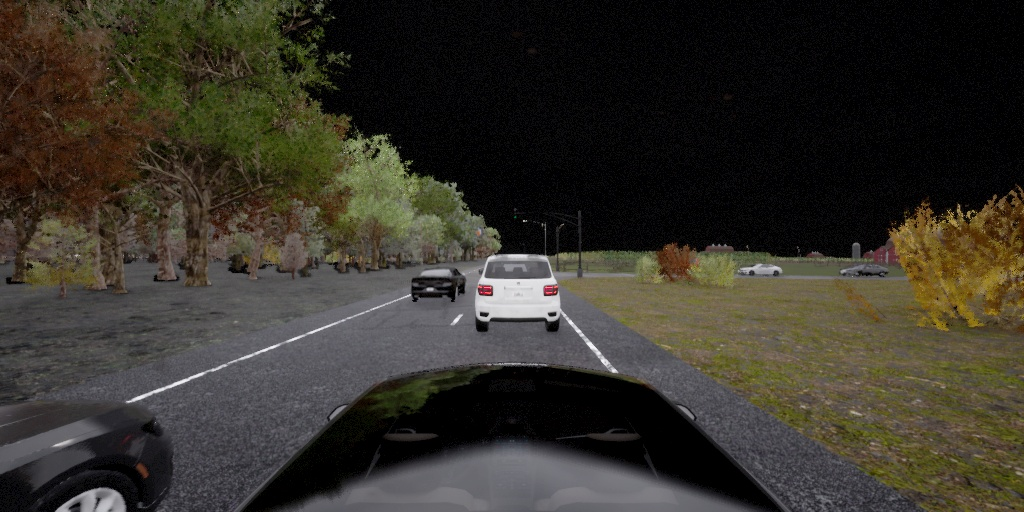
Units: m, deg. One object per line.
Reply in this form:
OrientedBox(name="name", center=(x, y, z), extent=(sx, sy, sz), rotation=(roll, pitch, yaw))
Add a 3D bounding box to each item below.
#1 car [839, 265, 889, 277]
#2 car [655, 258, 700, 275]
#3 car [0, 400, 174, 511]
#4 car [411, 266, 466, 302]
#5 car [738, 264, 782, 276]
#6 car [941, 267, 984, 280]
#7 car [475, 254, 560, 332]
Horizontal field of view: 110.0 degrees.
OrientedBox(name="car", center=(41.817, 1.755, 42.688), extent=(4.902, 1.511, 2.128), rotation=(1, -1, 1))
OrientedBox(name="car", center=(19.631, 1.243, 42.850), extent=(5.566, 2.045, 2.150), rotation=(1, -1, 0))
OrientedBox(name="car", center=(-3.400, 1.255, 0.584), extent=(1.837, 1.490, 4.892), rotation=(0, 0, 0))
OrientedBox(name="car", center=(-3.372, 1.231, 17.231), extent=(1.882, 1.535, 5.008), rotation=(0, 0, 0))
OrientedBox(name="car", center=(29.596, 1.656, 42.787), extent=(4.674, 1.442, 1.812), rotation=(1, -1, 0))
OrientedBox(name="car", center=(49.000, 1.846, 39.061), extent=(4.181, 1.385, 1.994), rotation=(1, -1, 0))
OrientedBox(name="car", center=(0.125, 0.974, 11.010), extent=(2.150, 2.045, 5.566), rotation=(0, 0, -1))
